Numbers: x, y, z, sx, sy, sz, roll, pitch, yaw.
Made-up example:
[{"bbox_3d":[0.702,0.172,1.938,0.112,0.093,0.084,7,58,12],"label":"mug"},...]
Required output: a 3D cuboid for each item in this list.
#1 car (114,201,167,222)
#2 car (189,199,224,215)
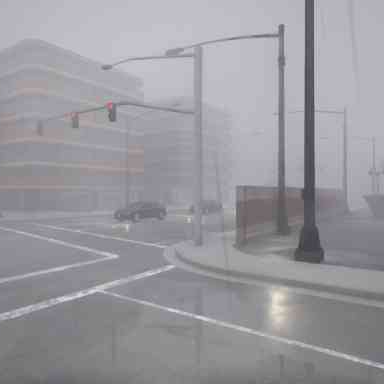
[{"bbox_3d":[-3.996,1.505,26.359,1.837,1.490,4.892,0,0,35],"label":"car"},{"bbox_3d":[1.597,1.505,34.480,1.837,1.490,4.892,0,0,35],"label":"car"}]
